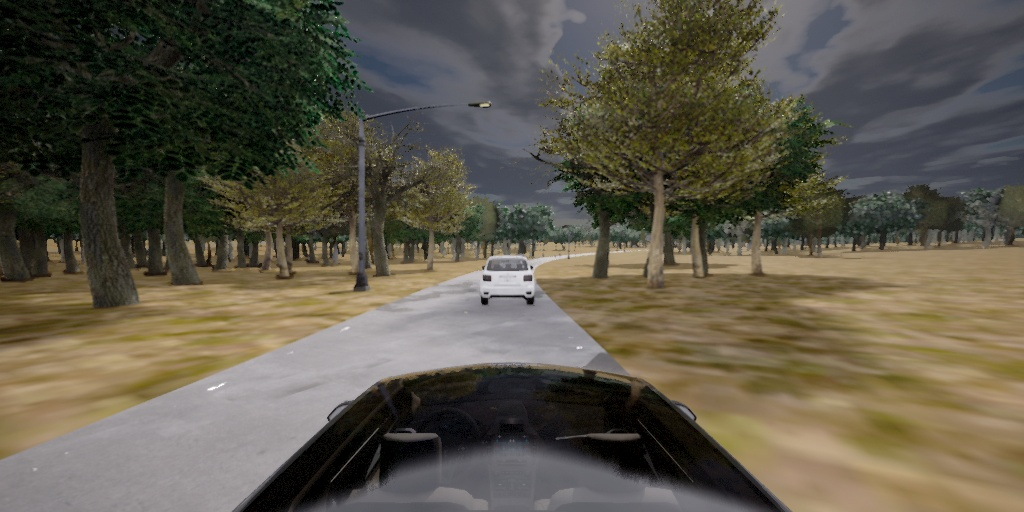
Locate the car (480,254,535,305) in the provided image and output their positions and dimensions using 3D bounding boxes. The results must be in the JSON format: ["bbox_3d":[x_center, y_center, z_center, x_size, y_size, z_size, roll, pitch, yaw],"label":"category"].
[{"bbox_3d":[-0.191,1.002,16.077,2.150,2.045,5.566,0,0,-1],"label":"car"}]
